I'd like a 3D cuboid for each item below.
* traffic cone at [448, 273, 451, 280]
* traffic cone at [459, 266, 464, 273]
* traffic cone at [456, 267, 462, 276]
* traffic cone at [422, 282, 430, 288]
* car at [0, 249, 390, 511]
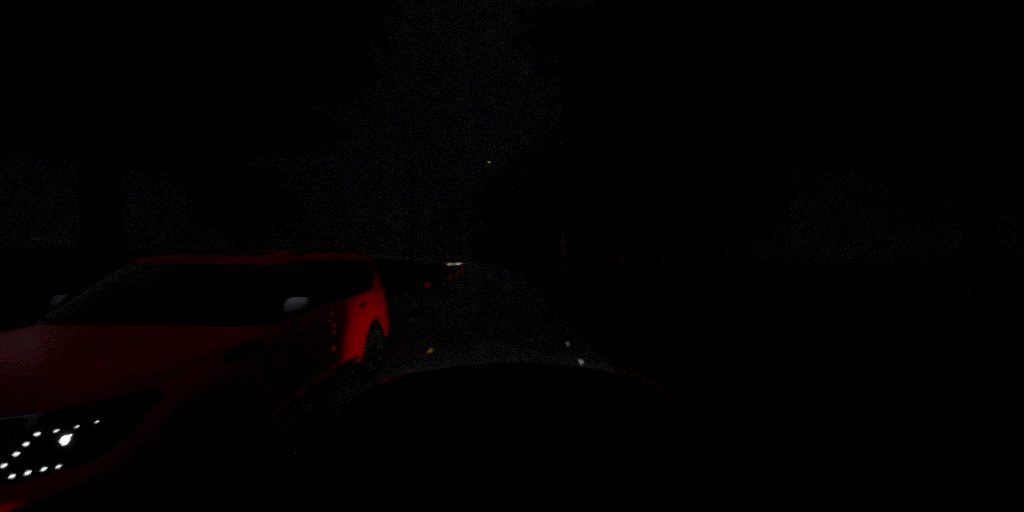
[{"bbox_3d":[-4.939,1.622,28.453,0.340,0.580,0.340,0,0,6],"label":"traffic cone"},{"bbox_3d":[-5.392,1.568,38.274,0.340,0.580,0.340,0,0,-5],"label":"traffic cone"},{"bbox_3d":[-5.096,1.599,33.413,0.340,0.580,0.340,0,0,-2],"label":"traffic cone"},{"bbox_3d":[-5.087,1.463,21.685,0.340,0.580,0.340,0,0,0],"label":"traffic cone"},{"bbox_3d":[-3.203,0.935,4.242,2.150,2.045,5.566,1,0,-2],"label":"car"}]
